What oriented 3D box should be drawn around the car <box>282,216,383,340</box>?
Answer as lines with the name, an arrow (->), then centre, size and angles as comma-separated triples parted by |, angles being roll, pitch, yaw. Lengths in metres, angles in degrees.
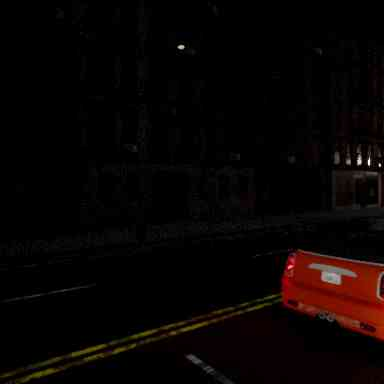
car -> 3.779, 1.257, 6.136 | 4.553, 1.767, 2.097 | -1, 1, -36
